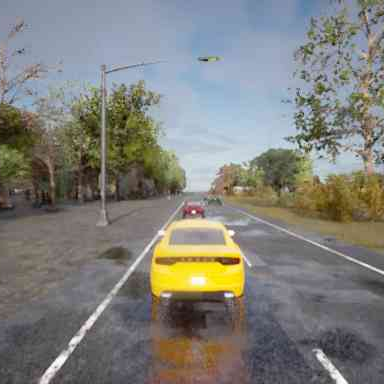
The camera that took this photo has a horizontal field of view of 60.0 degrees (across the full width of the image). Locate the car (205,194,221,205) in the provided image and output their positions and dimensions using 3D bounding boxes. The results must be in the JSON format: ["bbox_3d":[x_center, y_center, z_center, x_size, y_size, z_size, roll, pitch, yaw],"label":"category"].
[{"bbox_3d":[3.688,1.188,55.113,2.097,1.767,4.553,0,0,0],"label":"car"}]

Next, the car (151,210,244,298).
[{"bbox_3d":[0.112,1.451,8.500,1.882,1.535,5.008,0,0,0],"label":"car"}]

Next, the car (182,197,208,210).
[{"bbox_3d":[0.144,1.438,29.005,1.812,1.442,4.674,0,0,0],"label":"car"}]
